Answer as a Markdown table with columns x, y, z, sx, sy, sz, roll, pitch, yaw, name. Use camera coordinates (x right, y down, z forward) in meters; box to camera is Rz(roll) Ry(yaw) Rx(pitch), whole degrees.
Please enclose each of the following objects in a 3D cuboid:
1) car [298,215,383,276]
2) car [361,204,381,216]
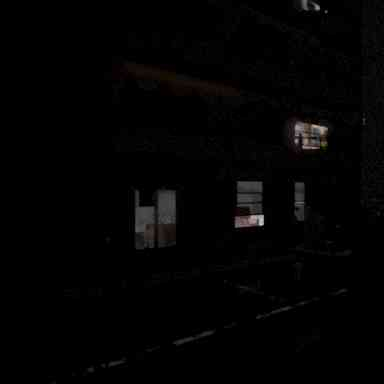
| x | y | z | sx | sy | sz | roll | pitch | yaw | name |
| --- | --- | --- | --- | --- | --- | --- | --- | --- | --- |
| 5.070 | 1.578 | 10.257 | 4.206 | 1.307 | 1.802 | 0 | 0 | -36 | car |
| 16.066 | 1.789 | 33.188 | 2.128 | 1.511 | 4.902 | 0 | -1 | -36 | car |
